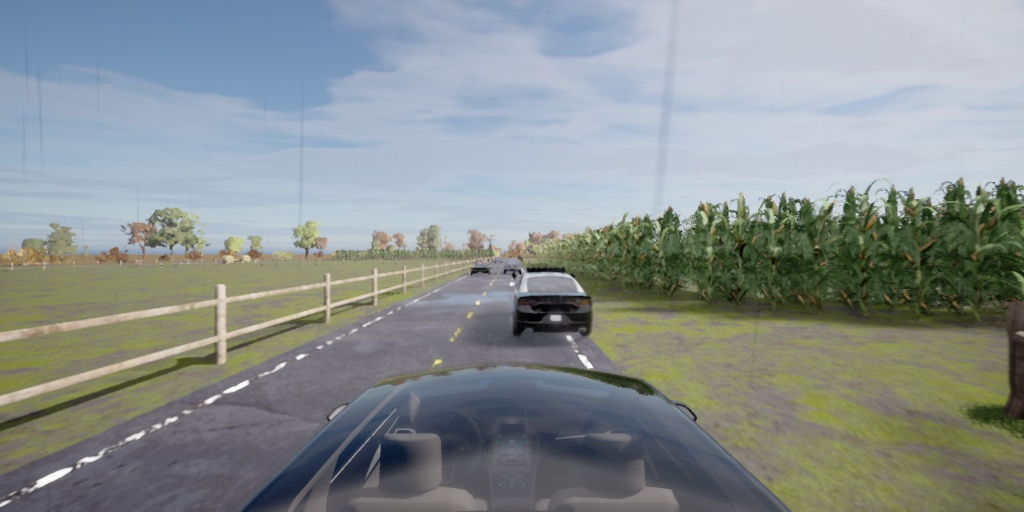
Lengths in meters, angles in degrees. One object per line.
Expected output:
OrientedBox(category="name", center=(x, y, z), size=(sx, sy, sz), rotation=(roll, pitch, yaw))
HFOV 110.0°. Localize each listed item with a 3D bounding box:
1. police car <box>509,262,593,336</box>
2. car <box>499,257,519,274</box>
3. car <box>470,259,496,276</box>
OrientedBox(category="police car", center=(0.953, 1.128, 10.351), size=(1.930, 1.638, 5.238), rotation=(0, 0, 0))
OrientedBox(category="car", center=(0.036, 1.102, 38.112), size=(2.033, 1.411, 5.357), rotation=(0, 0, 0))
OrientedBox(category="car", center=(-2.884, 1.174, 34.548), size=(1.895, 1.301, 4.718), rotation=(0, 0, 0))
